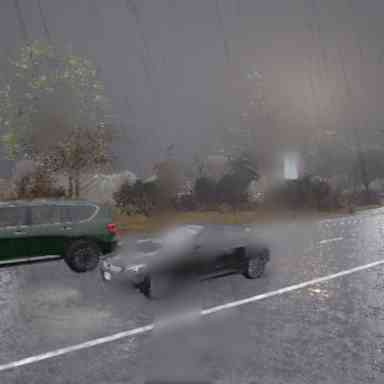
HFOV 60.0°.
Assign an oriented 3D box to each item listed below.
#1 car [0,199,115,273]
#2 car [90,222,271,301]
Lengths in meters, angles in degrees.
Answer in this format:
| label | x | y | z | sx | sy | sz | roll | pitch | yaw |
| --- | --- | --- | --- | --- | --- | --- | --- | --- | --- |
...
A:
| label | x | y | z | sx | sy | sz | roll | pitch | yaw |
| --- | --- | --- | --- | --- | --- | --- | --- | --- | --- |
| car | -4.826 | 1.233 | 9.199 | 5.566 | 2.045 | 2.150 | 0 | 0 | -36 |
| car | 0.068 | 1.530 | 8.482 | 4.674 | 1.442 | 1.812 | 0 | 0 | -37 |
